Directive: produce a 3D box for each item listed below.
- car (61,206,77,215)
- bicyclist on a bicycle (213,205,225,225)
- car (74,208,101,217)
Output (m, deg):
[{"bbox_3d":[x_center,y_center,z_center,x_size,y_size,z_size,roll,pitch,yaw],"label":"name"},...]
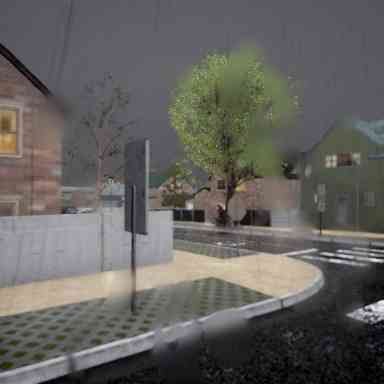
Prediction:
[{"bbox_3d":[-19.812,3.297,53.147,2.150,2.045,5.566,1,-3,-35],"label":"car"},{"bbox_3d":[2.301,1.830,26.778,1.656,1.620,0.582,-2,1,-35],"label":"bicyclist on a bicycle"},{"bbox_3d":[-13.743,3.138,44.568,1.882,1.535,5.008,1,-3,-35],"label":"car"}]
